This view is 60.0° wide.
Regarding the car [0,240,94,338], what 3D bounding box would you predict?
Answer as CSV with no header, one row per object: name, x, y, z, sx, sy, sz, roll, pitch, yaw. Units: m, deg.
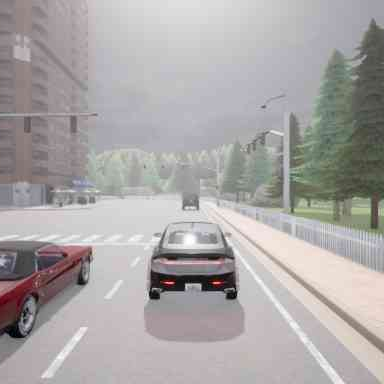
car,-3.451,1.601,6.529,1.895,1.301,4.718,0,0,0

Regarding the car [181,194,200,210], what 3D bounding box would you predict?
car,-0.184,1.221,43.520,2.150,2.045,5.566,0,0,-1

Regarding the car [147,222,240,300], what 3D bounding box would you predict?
car,0.022,1.491,8.378,2.128,1.511,4.902,0,0,0
